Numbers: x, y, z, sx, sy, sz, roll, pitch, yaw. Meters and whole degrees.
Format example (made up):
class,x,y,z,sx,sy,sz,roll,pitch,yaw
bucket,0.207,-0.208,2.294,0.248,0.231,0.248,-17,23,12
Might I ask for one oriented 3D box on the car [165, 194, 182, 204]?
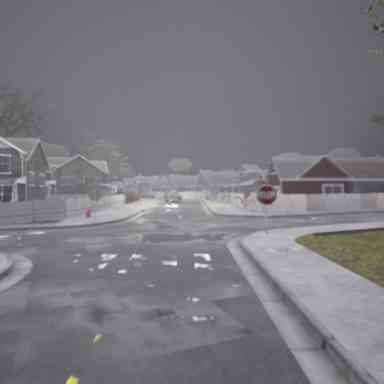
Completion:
class,x,y,z,sx,sy,sz,roll,pitch,yaw
car,-2.637,1.004,49.367,2.128,1.511,4.902,0,1,9

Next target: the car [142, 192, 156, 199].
class,x,y,z,sx,sy,sz,roll,pitch,yaw
car,-9.503,0.767,73.386,1.882,1.535,5.008,0,0,-23
